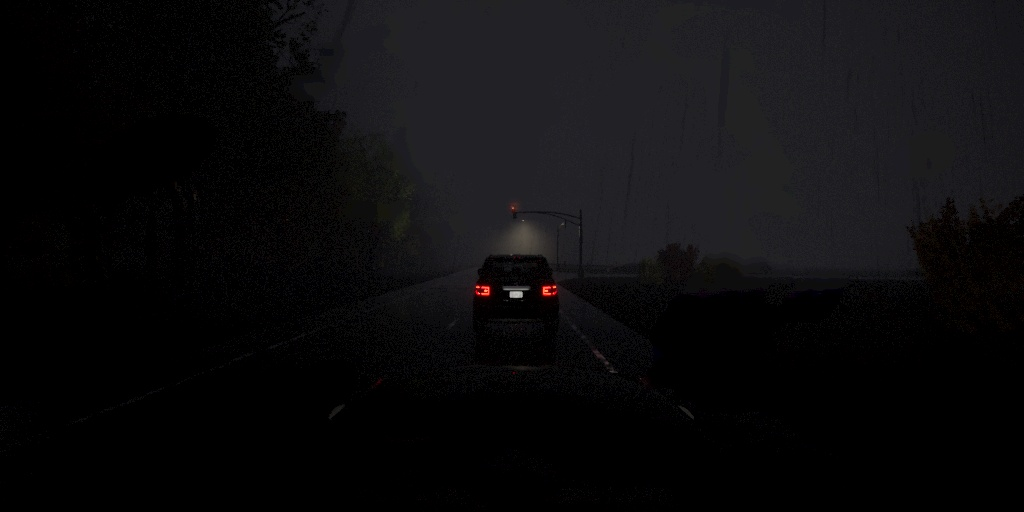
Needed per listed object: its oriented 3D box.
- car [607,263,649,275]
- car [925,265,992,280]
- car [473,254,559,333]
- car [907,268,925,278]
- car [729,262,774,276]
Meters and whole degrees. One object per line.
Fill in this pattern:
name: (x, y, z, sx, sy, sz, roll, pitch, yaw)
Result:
car: (13.701, 1.487, 42.419, 4.674, 1.442, 1.812, 1, -1, 3)
car: (48.515, 1.826, 38.478, 5.357, 1.411, 2.033, 1, -1, 0)
car: (0.101, 0.974, 10.882, 2.150, 2.045, 5.566, 0, 0, 0)
car: (49.463, 1.827, 42.012, 5.008, 1.535, 1.882, 1, -1, 1)
car: (28.014, 1.471, 42.170, 4.553, 1.767, 2.097, 1, -1, 0)
